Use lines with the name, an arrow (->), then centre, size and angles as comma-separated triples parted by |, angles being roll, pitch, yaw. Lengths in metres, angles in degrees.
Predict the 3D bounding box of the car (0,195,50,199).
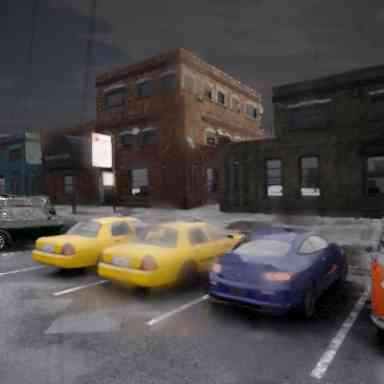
car -> -9.137, 1.178, 15.439 | 2.435, 2.045, 5.566 | 0, 0, 36

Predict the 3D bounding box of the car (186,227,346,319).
car -> 2.103, 1.515, 7.451 | 2.002, 1.452, 4.674 | 0, 0, 36

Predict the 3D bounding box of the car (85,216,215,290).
car -> -0.032, 1.466, 9.205 | 1.946, 1.575, 5.366 | 0, 0, 36

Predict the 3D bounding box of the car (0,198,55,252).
car -> -6.894, 1.314, 13.835 | 2.185, 1.767, 4.553 | 0, 0, 36

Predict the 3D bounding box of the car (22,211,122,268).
car -> -2.278, 1.457, 10.808 | 1.946, 1.575, 5.366 | 0, 0, 36

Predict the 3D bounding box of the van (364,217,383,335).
van -> 4.283, 1.254, 5.756 | 1.878, 1.987, 4.442 | 0, 0, 36
